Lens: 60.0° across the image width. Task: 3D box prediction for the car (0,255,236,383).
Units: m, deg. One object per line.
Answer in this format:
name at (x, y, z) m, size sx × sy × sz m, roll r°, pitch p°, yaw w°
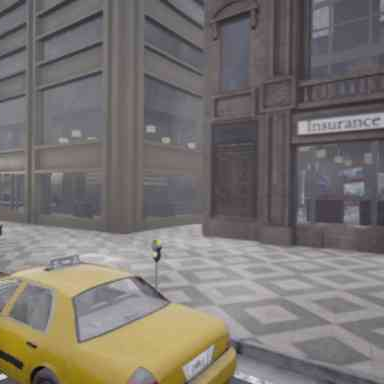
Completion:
car at (-1.822, 1.513, 4.369) m, size 4.829 × 1.417 × 1.752 m, roll 0°, pitch 1°, yaw 35°
